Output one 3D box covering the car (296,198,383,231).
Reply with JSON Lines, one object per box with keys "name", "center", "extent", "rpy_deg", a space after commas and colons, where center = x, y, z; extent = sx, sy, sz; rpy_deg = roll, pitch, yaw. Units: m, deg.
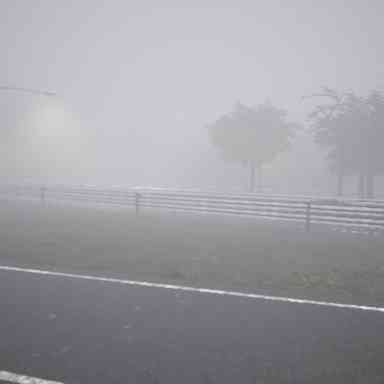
{"name": "car", "center": [8.168, 1.113, 17.968], "extent": [4.892, 1.490, 1.837], "rpy_deg": [3, 3, 31]}
